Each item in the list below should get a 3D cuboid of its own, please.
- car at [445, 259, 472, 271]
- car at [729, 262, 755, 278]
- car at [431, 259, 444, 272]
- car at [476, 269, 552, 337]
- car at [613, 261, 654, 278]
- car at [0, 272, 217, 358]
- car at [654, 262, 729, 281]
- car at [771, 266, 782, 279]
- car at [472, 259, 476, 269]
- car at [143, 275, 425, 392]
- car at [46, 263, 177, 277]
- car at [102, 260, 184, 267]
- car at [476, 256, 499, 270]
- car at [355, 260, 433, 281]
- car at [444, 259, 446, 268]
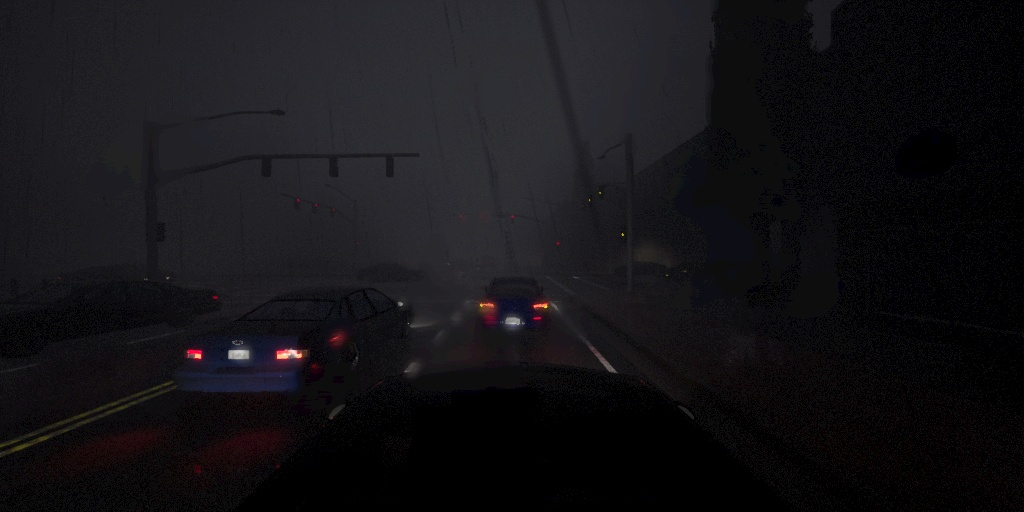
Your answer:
[{"bbox_3d":[-7.270,1.241,49.284,2.128,1.511,4.902,0,0,1],"label":"car"},{"bbox_3d":[21.633,1.297,33.322,5.357,1.411,2.033,0,0,0],"label":"car"},{"bbox_3d":[-10.803,1.228,47.233,1.882,1.535,5.008,0,0,1],"label":"car"},{"bbox_3d":[0.058,1.276,10.161,1.812,1.442,4.674,0,0,0],"label":"car"},{"bbox_3d":[11.895,1.241,33.342,4.902,1.511,2.128,0,0,0],"label":"car"},{"bbox_3d":[-10.211,1.297,8.803,2.033,1.411,5.357,0,0,7],"label":"car"},{"bbox_3d":[14.827,1.255,29.836,4.892,1.490,1.837,0,0,0],"label":"car"},{"bbox_3d":[24.033,1.102,29.816,4.553,1.767,2.097,0,0,0],"label":"car"},{"bbox_3d":[-7.061,1.228,58.826,1.882,1.535,5.008,0,0,2],"label":"car"},{"bbox_3d":[-3.449,1.297,7.060,2.033,1.411,5.357,0,0,0],"label":"car"},{"bbox_3d":[-24.159,1.297,21.800,5.357,1.411,2.033,0,0,0],"label":"car"},{"bbox_3d":[-26.615,1.254,25.288,4.892,1.490,1.837,0,0,0],"label":"car"},{"bbox_3d":[-3.502,0.971,52.831,2.150,2.045,5.566,0,0,1],"label":"car"},{"bbox_3d":[-8.501,1.227,25.659,5.008,1.535,1.882,0,0,-3],"label":"car"},{"bbox_3d":[-10.617,1.255,56.572,1.837,1.490,4.892,0,0,1],"label":"car"}]
